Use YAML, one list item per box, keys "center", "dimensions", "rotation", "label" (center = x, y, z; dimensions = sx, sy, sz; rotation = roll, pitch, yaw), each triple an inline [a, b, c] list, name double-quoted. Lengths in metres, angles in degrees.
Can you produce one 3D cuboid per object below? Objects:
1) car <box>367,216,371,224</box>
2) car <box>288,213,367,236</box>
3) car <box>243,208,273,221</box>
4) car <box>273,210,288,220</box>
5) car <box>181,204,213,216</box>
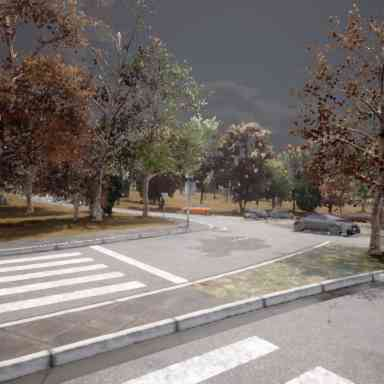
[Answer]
- center: [24.863, 4.044, 50.936]
  dimensions: [5.008, 1.535, 1.882]
  rotation: [3, -3, 7]
  label: "car"
- center: [8.984, 2.154, 22.415]
  dimensions: [1.994, 1.385, 4.181]
  rotation: [5, -3, -36]
  label: "car"
- center: [8.152, 2.829, 42.555]
  dimensions: [2.128, 1.511, 4.902]
  rotation: [1, -3, 34]
  label: "car"
- center: [13.351, 3.533, 51.986]
  dimensions: [5.357, 1.411, 2.033]
  rotation: [4, -2, -26]
  label: "car"
- center: [0.717, 2.527, 48.624]
  dimensions: [4.553, 1.767, 2.097]
  rotation: [3, -2, -3]
  label: "car"
